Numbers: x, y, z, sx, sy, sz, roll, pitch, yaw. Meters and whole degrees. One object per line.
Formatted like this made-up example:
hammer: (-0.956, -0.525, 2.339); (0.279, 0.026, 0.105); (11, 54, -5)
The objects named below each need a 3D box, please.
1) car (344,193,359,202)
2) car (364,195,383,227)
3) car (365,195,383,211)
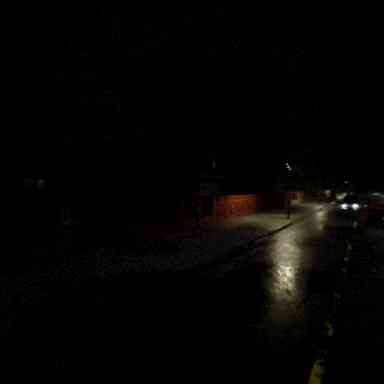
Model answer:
car: (24.173, 0.860, 50.425); (1.895, 1.301, 4.718); (2, 1, 27)
car: (11.465, 1.225, 19.907); (1.882, 1.535, 5.008); (2, 2, 28)
car: (19.034, 1.070, 34.469); (1.812, 1.442, 4.674); (2, 2, 28)
